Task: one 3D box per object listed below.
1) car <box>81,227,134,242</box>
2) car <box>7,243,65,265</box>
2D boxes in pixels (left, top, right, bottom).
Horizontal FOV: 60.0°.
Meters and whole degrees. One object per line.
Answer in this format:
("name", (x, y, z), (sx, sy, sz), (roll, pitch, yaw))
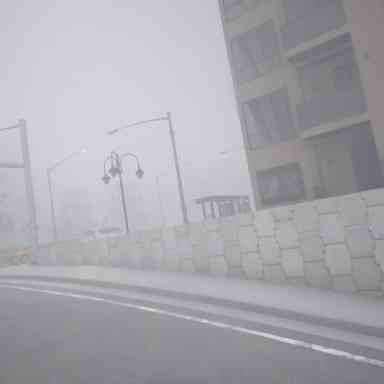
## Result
("car", (-7.801, 4.363, 31.561), (2.150, 2.045, 5.566), (-14, -8, 35))
("car", (-13.719, 5.353, 29.536), (1.882, 1.535, 5.008), (-14, -8, 35))
